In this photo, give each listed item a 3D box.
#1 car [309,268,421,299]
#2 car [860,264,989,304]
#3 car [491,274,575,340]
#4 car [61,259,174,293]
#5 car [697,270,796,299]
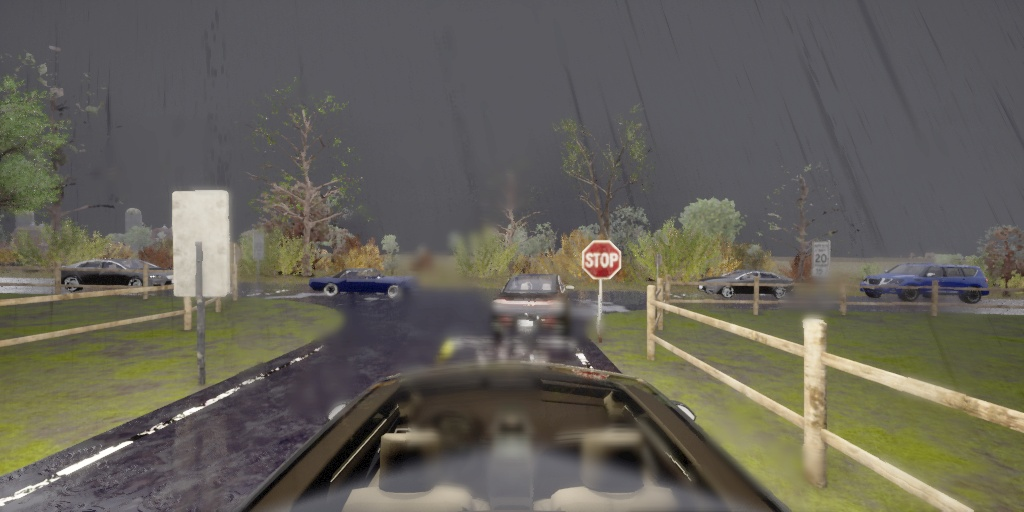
[{"bbox_3d":[-6.826,1.248,17.074,4.718,1.301,1.895,1,1,0],"label":"car"},{"bbox_3d":[22.894,1.466,19.998,5.566,2.045,2.150,1,1,0],"label":"car"},{"bbox_3d":[0.704,1.240,10.044,2.128,1.511,4.902,0,0,9],"label":"car"},{"bbox_3d":[-18.494,0.885,17.087,4.902,1.511,2.128,1,1,0],"label":"car"},{"bbox_3d":[12.999,1.525,20.006,4.902,1.511,2.128,1,1,0],"label":"car"}]
